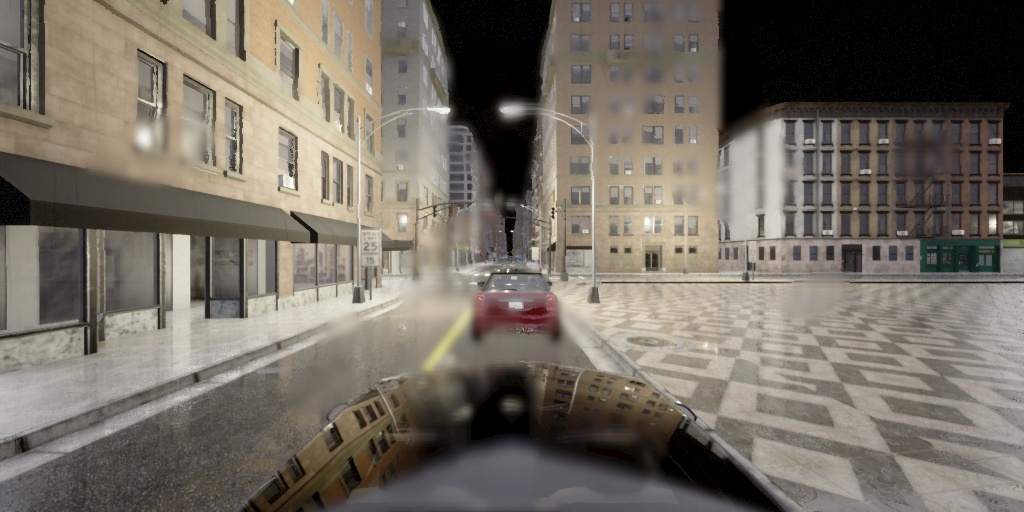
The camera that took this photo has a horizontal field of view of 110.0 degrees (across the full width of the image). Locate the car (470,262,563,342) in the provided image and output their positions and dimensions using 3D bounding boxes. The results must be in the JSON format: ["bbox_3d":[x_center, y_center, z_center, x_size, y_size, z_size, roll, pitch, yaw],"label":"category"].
[{"bbox_3d":[0.104,1.102,9.956,2.097,1.767,4.553,0,0,0],"label":"car"}]

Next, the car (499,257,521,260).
[{"bbox_3d":[0.054,1.101,19.772,2.097,1.767,4.553,0,0,-1],"label":"car"}]
